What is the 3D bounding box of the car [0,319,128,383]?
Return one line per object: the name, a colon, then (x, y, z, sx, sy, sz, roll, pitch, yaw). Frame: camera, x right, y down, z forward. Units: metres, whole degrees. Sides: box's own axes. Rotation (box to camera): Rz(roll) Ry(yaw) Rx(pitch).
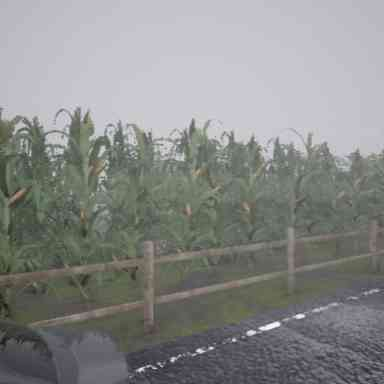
car: (-2.558, 1.505, 1.240, 4.892, 1.490, 1.837, 1, 0, -35)
